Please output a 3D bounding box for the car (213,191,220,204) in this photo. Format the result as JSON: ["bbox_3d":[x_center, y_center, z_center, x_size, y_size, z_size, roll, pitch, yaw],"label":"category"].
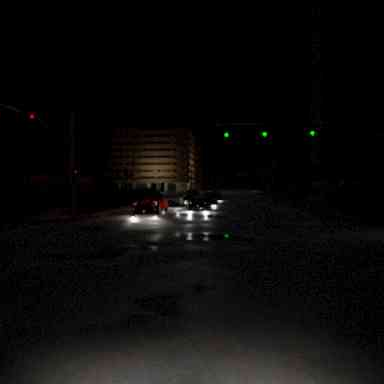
[{"bbox_3d":[2.176,0.720,42.560,1.882,1.535,5.008,0,1,8],"label":"car"}]

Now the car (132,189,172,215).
[{"bbox_3d":[-3.377,0.857,27.565,2.097,1.767,4.553,0,1,8],"label":"car"}]

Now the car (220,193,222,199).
[{"bbox_3d":[3.855,0.502,54.980,1.882,1.535,5.008,0,1,8],"label":"car"}]

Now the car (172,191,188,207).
[{"bbox_3d":[-2.034,0.856,37.565,1.812,1.442,4.674,0,1,8],"label":"car"}]

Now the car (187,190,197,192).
[{"bbox_3d":[-0.094,0.427,52.000,2.097,1.767,4.553,0,1,8],"label":"car"}]

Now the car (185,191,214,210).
[{"bbox_3d":[0.823,0.946,32.421,1.812,1.442,4.674,0,1,8],"label":"car"}]
